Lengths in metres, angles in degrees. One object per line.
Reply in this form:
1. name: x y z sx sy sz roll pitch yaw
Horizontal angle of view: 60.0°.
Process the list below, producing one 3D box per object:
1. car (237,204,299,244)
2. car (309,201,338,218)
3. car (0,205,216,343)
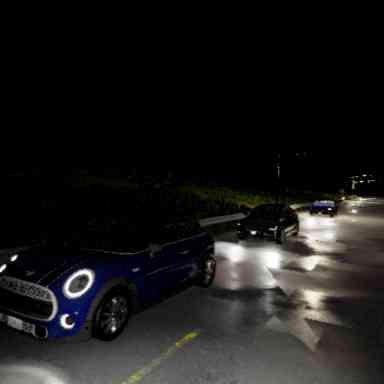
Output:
1. car: 3.617 1.339 15.198 1.837 1.490 4.892 3 2 29
2. car: 11.778 1.462 29.638 1.895 1.301 4.718 3 2 29
3. car: -1.274 1.175 6.441 2.097 1.767 4.553 3 2 29
